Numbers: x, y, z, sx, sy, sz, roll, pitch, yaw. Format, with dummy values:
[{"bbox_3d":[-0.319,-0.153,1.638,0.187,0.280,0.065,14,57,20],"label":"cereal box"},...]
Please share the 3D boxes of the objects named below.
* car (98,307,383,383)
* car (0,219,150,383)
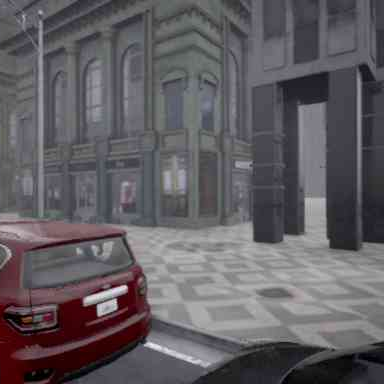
[{"bbox_3d":[1.725,1.563,1.729,4.313,1.339,1.947,0,0,36],"label":"car"},{"bbox_3d":[-2.864,1.351,5.005,5.009,1.841,2.192,0,0,36],"label":"car"}]
